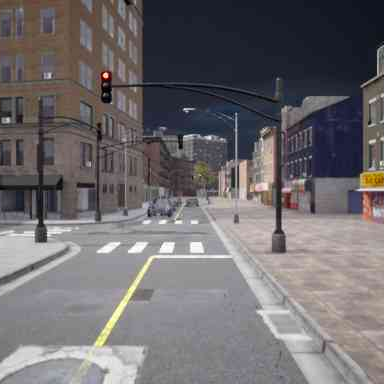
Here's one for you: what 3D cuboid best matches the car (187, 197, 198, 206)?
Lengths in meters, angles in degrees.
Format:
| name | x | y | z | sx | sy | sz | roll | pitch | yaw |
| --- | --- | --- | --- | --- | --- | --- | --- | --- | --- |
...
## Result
| name | x | y | z | sx | sy | sz | roll | pitch | yaw |
| --- | --- | --- | --- | --- | --- | --- | --- | --- | --- |
| car | 0.055 | 1.494 | 55.135 | 2.128 | 1.511 | 4.902 | 0 | 0 | 0 |

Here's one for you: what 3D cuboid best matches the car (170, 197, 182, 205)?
| name | x | y | z | sx | sy | sz | roll | pitch | yaw |
| --- | --- | --- | --- | --- | --- | --- | --- | --- | --- |
| car | -2.864 | 1.569 | 60.323 | 1.994 | 1.385 | 4.181 | 0 | 0 | 0 |

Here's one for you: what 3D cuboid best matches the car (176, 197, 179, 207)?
| name | x | y | z | sx | sy | sz | roll | pitch | yaw |
| --- | --- | --- | --- | --- | --- | --- | --- | --- | --- |
| car | -2.882 | 1.504 | 40.362 | 1.837 | 1.490 | 4.892 | 0 | 0 | 0 |

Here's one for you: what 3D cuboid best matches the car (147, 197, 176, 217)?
| name | x | y | z | sx | sy | sz | roll | pitch | yaw |
| --- | --- | --- | --- | --- | --- | --- | --- | --- | --- |
| car | -2.875 | 1.349 | 30.723 | 2.097 | 1.767 | 4.553 | 0 | 0 | 0 |

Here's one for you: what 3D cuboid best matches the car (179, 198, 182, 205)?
| name | x | y | z | sx | sy | sz | roll | pitch | yaw |
| --- | --- | --- | --- | --- | --- | --- | --- | --- | --- |
| car | -2.885 | 1.506 | 50.292 | 1.837 | 1.490 | 4.892 | 0 | 0 | 0 |
